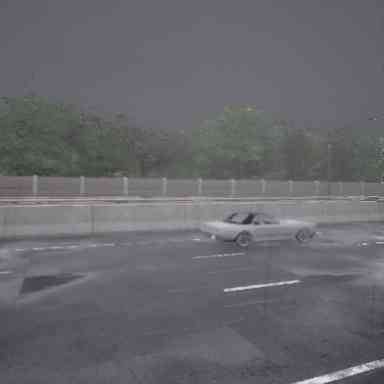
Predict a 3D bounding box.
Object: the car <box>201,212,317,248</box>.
[{"bbox_3d":[2.878,1.495,13.959,4.718,1.301,1.895,0,1,-23],"label":"car"}]
